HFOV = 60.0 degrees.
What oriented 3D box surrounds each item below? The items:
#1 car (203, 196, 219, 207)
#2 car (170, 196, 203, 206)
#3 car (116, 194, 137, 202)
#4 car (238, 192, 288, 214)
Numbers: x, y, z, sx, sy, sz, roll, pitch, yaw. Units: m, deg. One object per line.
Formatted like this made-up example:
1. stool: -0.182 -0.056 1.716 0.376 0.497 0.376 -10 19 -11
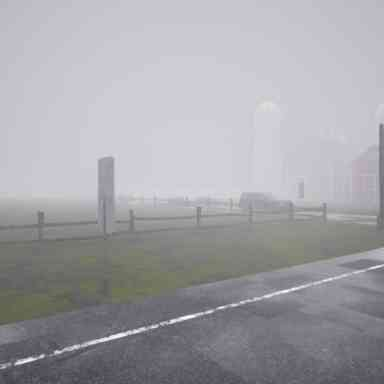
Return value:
1. car: 1.508 1.197 45.273 2.033 1.411 5.357 -1 1 -36
2. car: -1.110 1.270 43.857 1.895 1.301 4.718 -1 1 -36
3. car: -11.561 1.043 58.485 2.033 1.411 5.357 -1 1 -35
4. car: 6.993 1.022 32.590 2.150 2.045 5.566 -1 1 -36
